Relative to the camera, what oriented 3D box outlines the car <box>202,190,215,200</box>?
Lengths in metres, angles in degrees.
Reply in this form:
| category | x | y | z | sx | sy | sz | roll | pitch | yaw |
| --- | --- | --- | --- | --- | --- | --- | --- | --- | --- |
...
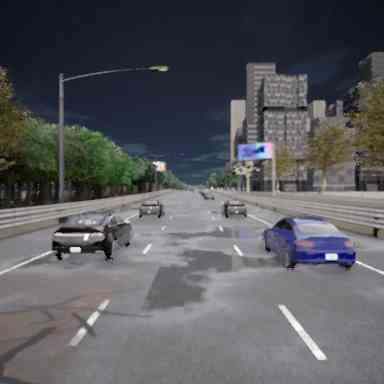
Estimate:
| category | x | y | z | sx | sy | sz | roll | pitch | yaw |
| --- | --- | --- | --- | --- | --- | --- | --- | --- | --- |
| car | 3.508 | 0.901 | 66.370 | 1.994 | 1.385 | 4.181 | 0 | 1 | 0 |

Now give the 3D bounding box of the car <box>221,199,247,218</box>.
| category | x | y | z | sx | sy | sz | roll | pitch | yaw |
| --- | --- | --- | --- | --- | --- | --- | --- | --- | --- |
| car | 3.600 | 1.387 | 28.952 | 2.128 | 1.511 | 4.902 | 0 | 1 | 0 |

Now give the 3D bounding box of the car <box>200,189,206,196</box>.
| category | x | y | z | sx | sy | sz | roll | pitch | yaw |
| --- | --- | --- | --- | --- | --- | --- | --- | --- | --- |
| car | 3.510 | 0.667 | 77.364 | 2.033 | 1.411 | 5.357 | 0 | 1 | 0 |

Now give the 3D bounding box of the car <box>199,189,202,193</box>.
| category | x | y | z | sx | sy | sz | roll | pitch | yaw |
| --- | --- | --- | --- | --- | --- | --- | --- | --- | --- |
| car | 3.511 | 0.375 | 88.391 | 2.163 | 1.488 | 4.792 | 0 | 1 | 0 |

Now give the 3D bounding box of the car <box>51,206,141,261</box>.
| category | x | y | z | sx | sy | sz | roll | pitch | yaw |
| --- | --- | --- | --- | --- | --- | --- | --- | --- | --- |
| car | -3.400 | 1.468 | 12.130 | 2.128 | 1.511 | 4.902 | 0 | 0 | 0 |

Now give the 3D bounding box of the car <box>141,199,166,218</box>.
| category | x | y | z | sx | sy | sz | roll | pitch | yaw |
| --- | --- | --- | --- | --- | --- | --- | --- | --- | --- |
| car | -3.399 | 1.387 | 28.965 | 2.128 | 1.511 | 4.902 | 0 | 1 | 0 |

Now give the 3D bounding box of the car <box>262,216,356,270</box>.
| category | x | y | z | sx | sy | sz | roll | pitch | yaw |
| --- | --- | --- | --- | --- | --- | --- | --- | --- | --- |
| car | 3.600 | 1.504 | 10.873 | 1.812 | 1.442 | 4.674 | 0 | 0 | 0 |
